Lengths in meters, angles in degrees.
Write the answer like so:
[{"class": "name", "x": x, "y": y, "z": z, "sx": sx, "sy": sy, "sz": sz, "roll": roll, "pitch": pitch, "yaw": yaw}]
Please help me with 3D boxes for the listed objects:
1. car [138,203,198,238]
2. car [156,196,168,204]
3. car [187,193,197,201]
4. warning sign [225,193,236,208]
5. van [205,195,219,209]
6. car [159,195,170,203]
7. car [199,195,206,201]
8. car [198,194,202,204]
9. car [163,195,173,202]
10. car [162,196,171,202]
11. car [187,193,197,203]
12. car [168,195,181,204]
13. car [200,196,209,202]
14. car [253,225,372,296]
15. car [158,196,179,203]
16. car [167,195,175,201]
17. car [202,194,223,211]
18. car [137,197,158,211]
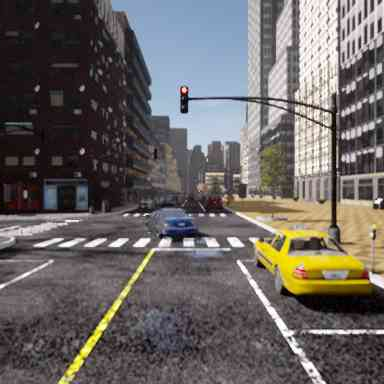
[{"class": "car", "x": -1.306, "y": 1.573, "z": 18.005, "sx": 2.033, "sy": 1.411, "sz": 5.357, "roll": 0, "pitch": 0, "yaw": -19}, {"class": "car", "x": -5.680, "y": 1.540, "z": 62.896, "sx": 1.887, "sy": 1.381, "sz": 4.507, "roll": 0, "pitch": 0, "yaw": 0}, {"class": "car", "x": 0.018, "y": 1.151, "z": 80.014, "sx": 2.150, "sy": 2.045, "sz": 5.566, "roll": 0, "pitch": 0, "yaw": 0}, {"class": "warning sign", "x": 5.082, "y": 1.100, "z": 44.045, "sx": 1.300, "sy": 1.860, "sz": 1.060, "roll": 0, "pitch": 0, "yaw": 0}, {"class": "van", "x": 2.695, "y": 1.326, "z": 46.315, "sx": 1.690, "sy": 1.788, "sz": 3.998, "roll": 0, "pitch": 0, "yaw": 0}, {"class": "car", "x": -5.680, "y": 1.441, "z": 68.424, "sx": 1.967, "sy": 1.590, "sz": 4.097, "roll": 0, "pitch": 0, "yaw": 0}, {"class": "car", "x": 2.706, "y": 1.551, "z": 90.699, "sx": 1.752, "sy": 1.417, "sz": 4.829, "roll": 0, "pitch": 0, "yaw": 0}, {"class": "car", "x": 2.699, "y": 1.311, "z": 62.895, "sx": 2.192, "sy": 1.841, "sz": 5.009, "roll": 0, "pitch": 0, "yaw": 0}, {"class": "car", "x": -5.677, "y": 1.452, "z": 79.477, "sx": 1.967, "sy": 1.590, "sz": 4.097, "roll": 0, "pitch": 0, "yaw": 0}, {"class": "car", "x": -5.678, "y": 1.588, "z": 73.951, "sx": 1.802, "sy": 1.307, "sz": 4.206, "roll": 0, "pitch": 0, "yaw": 0}, {"class": "car", "x": 0.015, "y": 1.505, "z": 69.566, "sx": 1.837, "sy": 1.490, "sz": 4.892, "roll": 0, "pitch": 0, "yaw": 0}, {"class": "car", "x": -3.043, "y": 1.500, "z": 61.903, "sx": 1.837, "sy": 1.490, "sz": 4.892, "roll": 0, "pitch": 0, "yaw": 0}, {"class": "car", "x": 2.702, "y": 1.551, "z": 73.949, "sx": 1.887, "sy": 1.381, "sz": 4.507, "roll": 0, "pitch": 0, "yaw": 0}, {"class": "car", "x": 2.688, "y": 1.519, "z": 8.546, "sx": 1.752, "sy": 1.417, "sz": 4.829, "roll": 0, "pitch": 0, "yaw": 0}, {"class": "car", "x": -3.086, "y": 1.585, "z": 44.750, "sx": 1.895, "sy": 1.301, "sz": 4.718, "roll": 0, "pitch": 0, "yaw": 0}, {"class": "car", "x": -5.674, "y": 1.551, "z": 90.361, "sx": 1.752, "sy": 1.417, "sz": 4.829, "roll": 0, "pitch": 0, "yaw": 0}, {"class": "car", "x": 2.694, "y": 1.299, "z": 40.789, "sx": 2.192, "sy": 1.841, "sz": 5.009, "roll": 0, "pitch": 0, "yaw": 0}, {"class": "car", "x": -5.684, "y": 1.534, "z": 40.791, "sx": 2.008, "sy": 1.369, "sz": 4.403, "roll": 0, "pitch": 0, "yaw": 0}]
